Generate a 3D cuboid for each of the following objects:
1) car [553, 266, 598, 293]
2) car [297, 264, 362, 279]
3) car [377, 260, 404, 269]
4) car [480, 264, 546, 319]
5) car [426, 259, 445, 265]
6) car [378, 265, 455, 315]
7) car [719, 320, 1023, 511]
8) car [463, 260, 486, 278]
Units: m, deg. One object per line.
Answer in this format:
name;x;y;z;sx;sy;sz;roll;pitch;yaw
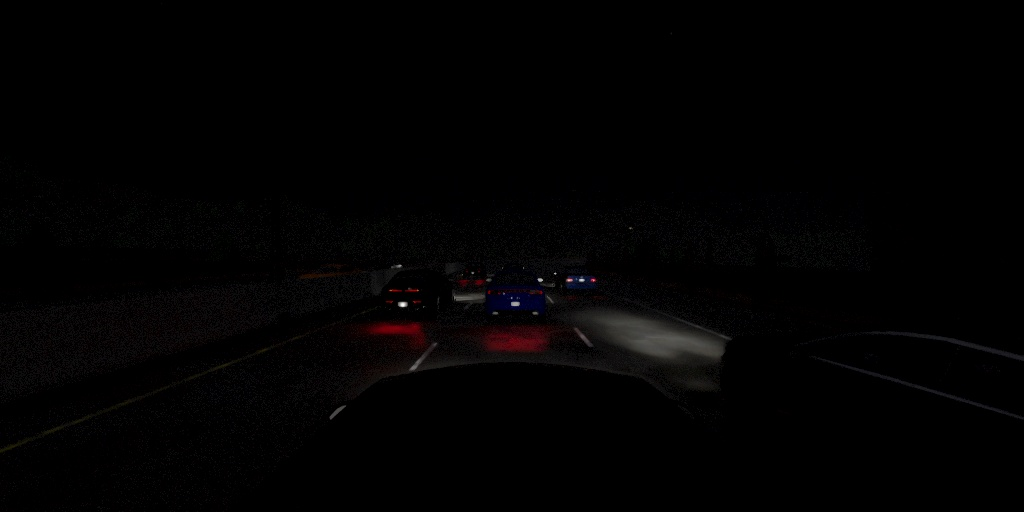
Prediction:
car;3.599;1.299;21.002;2.033;1.411;5.357;0;0;0
car;-10.597;1.229;21.181;1.882;1.535;5.008;0;0;0
car;-16.695;1.300;49.727;2.033;1.411;5.357;0;0;6
car;0.099;1.228;12.804;1.882;1.535;5.008;0;0;0
car;-12.068;1.278;56.992;1.812;1.442;4.674;0;0;11
car;-3.400;1.256;13.587;1.837;1.490;4.892;0;0;0
car;3.599;1.242;2.704;2.128;1.511;4.902;0;0;0
car;-3.405;1.277;33.464;1.812;1.442;4.674;0;0;0
